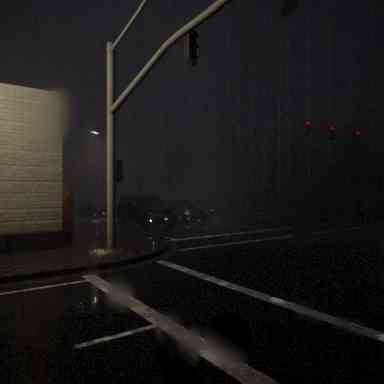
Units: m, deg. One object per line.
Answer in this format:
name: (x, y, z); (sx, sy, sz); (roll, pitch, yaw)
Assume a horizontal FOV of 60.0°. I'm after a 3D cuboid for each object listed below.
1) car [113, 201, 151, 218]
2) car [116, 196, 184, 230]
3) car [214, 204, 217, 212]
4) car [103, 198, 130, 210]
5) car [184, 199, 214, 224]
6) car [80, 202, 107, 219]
car: (-5.822, 1.619, 32.036); (1.994, 1.385, 4.181); (0, 0, -35)
car: (-3.165, 1.277, 22.295); (2.150, 2.045, 5.566); (0, 0, -36)
car: (0.598, 1.559, 35.481); (1.837, 1.490, 4.892); (0, 0, -36)
car: (-10.205, 1.581, 44.445); (1.812, 1.442, 4.674); (0, 0, -36)
car: (-0.799, 1.407, 25.010); (2.097, 1.767, 4.553); (0, 0, -36)
car: (-8.635, 1.619, 29.959); (1.994, 1.385, 4.181); (0, 0, -35)
